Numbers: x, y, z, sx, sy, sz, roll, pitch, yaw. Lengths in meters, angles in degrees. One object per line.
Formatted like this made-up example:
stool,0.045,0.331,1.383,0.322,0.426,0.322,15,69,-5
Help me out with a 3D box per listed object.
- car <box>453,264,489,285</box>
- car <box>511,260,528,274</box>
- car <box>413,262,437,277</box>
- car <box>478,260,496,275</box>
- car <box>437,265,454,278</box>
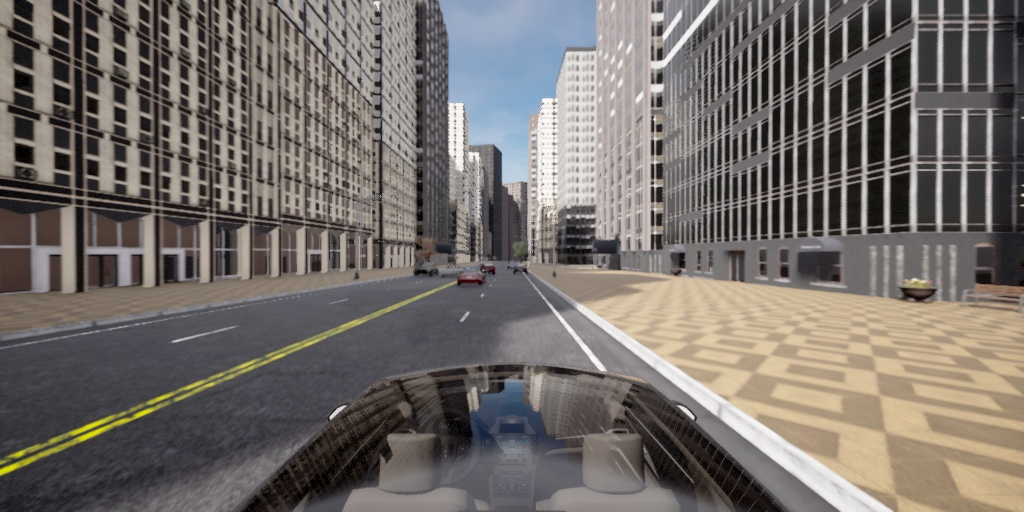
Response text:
car,-3.141,1.549,28.551,1.994,1.385,4.181,0,-1,0
car,1.152,1.687,48.600,1.812,1.442,4.674,0,-1,0
car,-9.816,1.449,41.237,2.097,1.767,4.553,0,0,0
car,-3.136,1.628,47.366,1.882,1.535,5.008,0,-1,0
car,-6.573,1.685,39.816,1.895,1.301,4.718,0,-1,0
